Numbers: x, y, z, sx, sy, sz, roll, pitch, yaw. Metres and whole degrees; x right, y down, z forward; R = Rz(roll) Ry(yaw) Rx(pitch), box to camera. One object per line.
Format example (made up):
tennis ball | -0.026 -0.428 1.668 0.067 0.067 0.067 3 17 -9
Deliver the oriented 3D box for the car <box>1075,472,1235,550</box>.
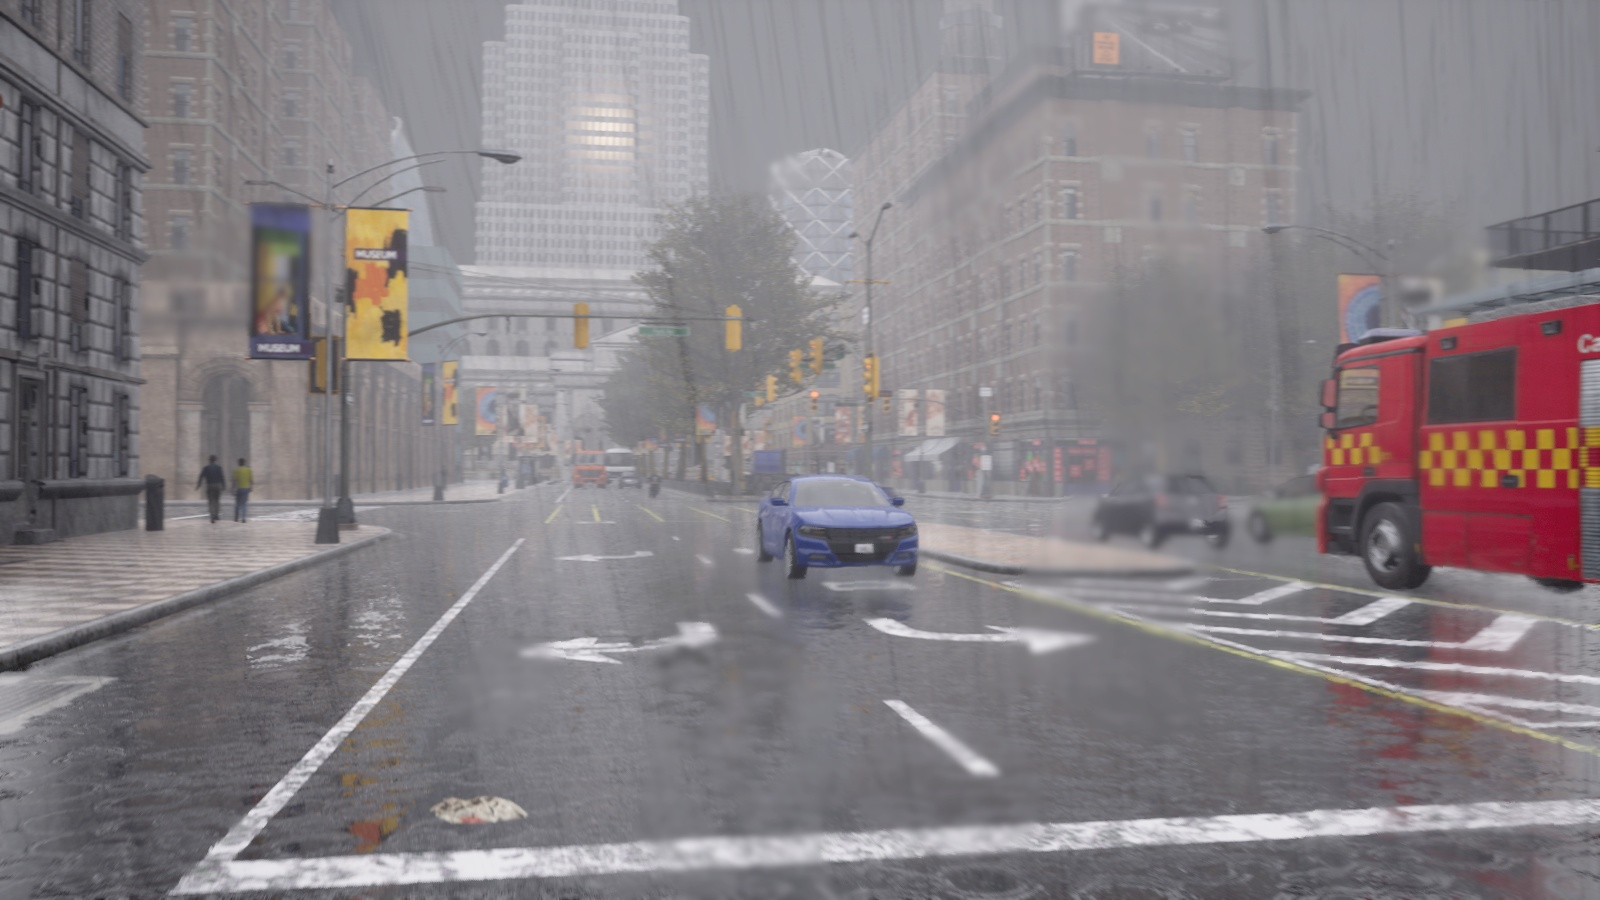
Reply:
car | 7.384 1.227 26.511 1.845 1.501 3.633 0 -1 -10

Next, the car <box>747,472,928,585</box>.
car | 0.421 1.124 19.860 1.882 1.535 5.008 0 -1 -10

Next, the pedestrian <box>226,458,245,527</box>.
pedestrian | -15.207 1.137 33.813 0.354 1.836 0.706 0 -1 -35

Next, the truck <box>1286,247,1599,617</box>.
truck | 9.418 -0.162 14.801 2.891 3.827 8.468 0 -1 -10

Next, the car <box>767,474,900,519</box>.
car | 1.083 1.551 42.670 1.812 1.442 4.674 1 -1 -41

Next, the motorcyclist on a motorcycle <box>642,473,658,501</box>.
motorcyclist on a motorcycle | -8.638 2.118 72.188 0.866 1.530 2.191 0 -1 -9

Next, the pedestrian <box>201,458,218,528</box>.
pedestrian | -15.600 1.129 33.163 0.370 1.835 0.726 0 -1 -23

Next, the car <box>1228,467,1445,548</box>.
car | 10.997 1.131 26.153 2.007 1.525 4.514 0 -1 -10
